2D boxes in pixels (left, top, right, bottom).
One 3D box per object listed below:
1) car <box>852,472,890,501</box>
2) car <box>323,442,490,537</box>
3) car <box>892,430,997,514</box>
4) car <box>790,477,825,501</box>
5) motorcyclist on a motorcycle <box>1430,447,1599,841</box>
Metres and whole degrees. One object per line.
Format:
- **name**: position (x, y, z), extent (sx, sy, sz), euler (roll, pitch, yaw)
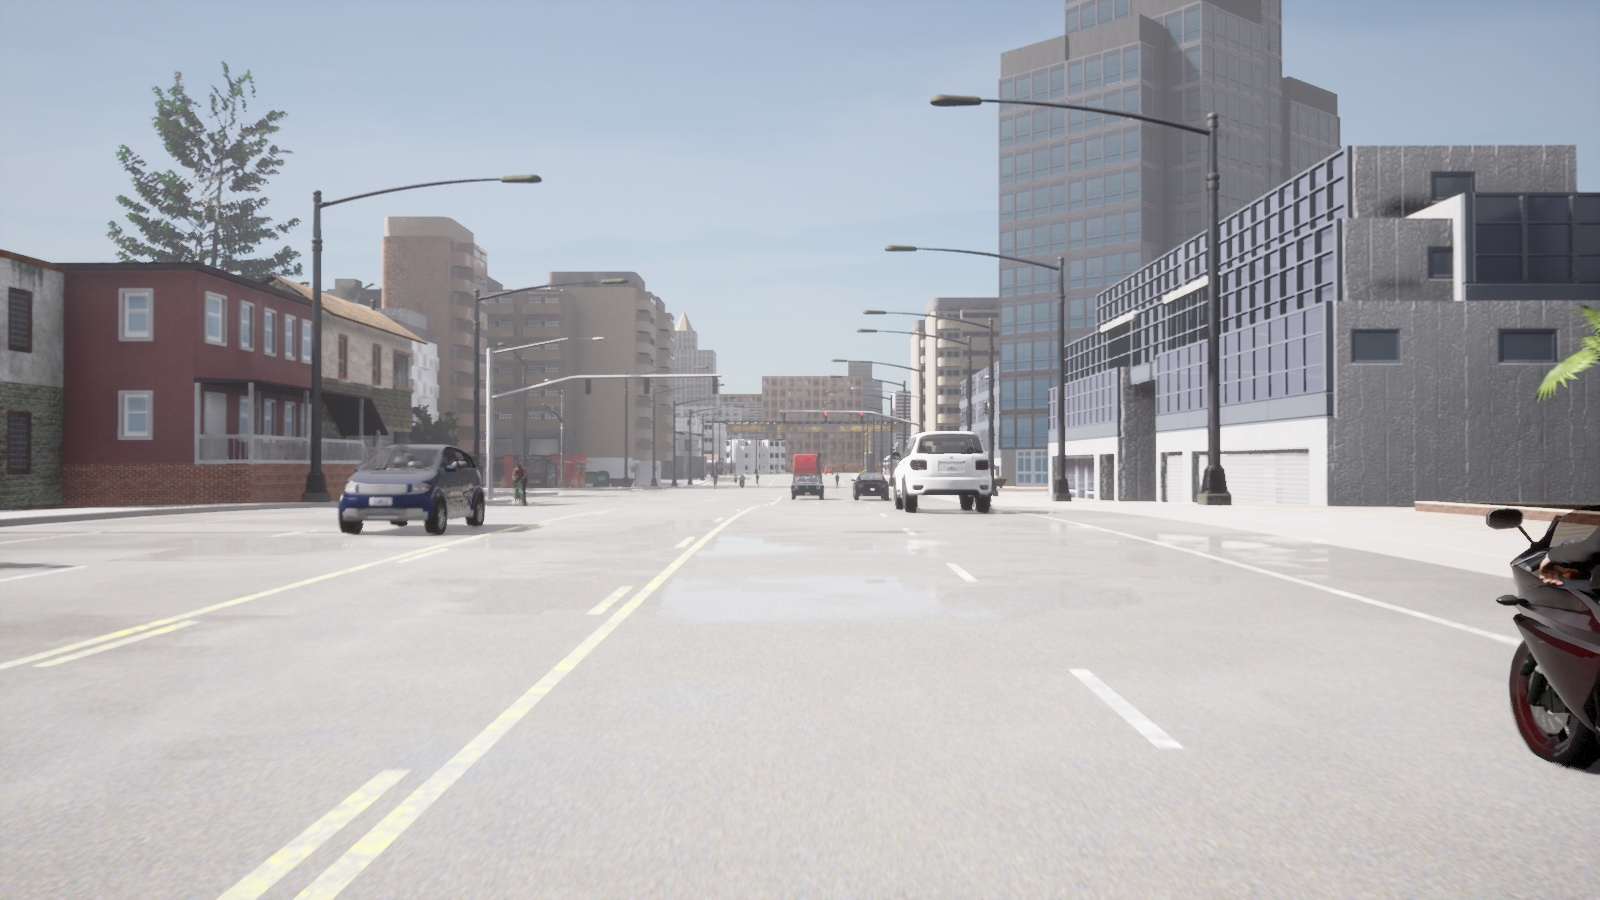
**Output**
- **car**: position (3.919, 2.030, 70.225), extent (1.882, 1.535, 5.008), euler (0, -1, 0)
- **car**: position (-6.857, 0.661, 22.278), extent (1.789, 1.549, 3.705), euler (0, -1, 0)
- **car**: position (3.707, 0.600, 33.252), extent (2.150, 2.045, 5.566), euler (0, -2, 0)
- **car**: position (0.423, 2.163, 71.212), extent (1.895, 1.301, 4.718), euler (0, -1, 0)
- **motorcyclist on a motorcycle**: position (3.548, 0.756, 5.118), extent (0.866, 1.530, 2.191), euler (0, 0, 0)
